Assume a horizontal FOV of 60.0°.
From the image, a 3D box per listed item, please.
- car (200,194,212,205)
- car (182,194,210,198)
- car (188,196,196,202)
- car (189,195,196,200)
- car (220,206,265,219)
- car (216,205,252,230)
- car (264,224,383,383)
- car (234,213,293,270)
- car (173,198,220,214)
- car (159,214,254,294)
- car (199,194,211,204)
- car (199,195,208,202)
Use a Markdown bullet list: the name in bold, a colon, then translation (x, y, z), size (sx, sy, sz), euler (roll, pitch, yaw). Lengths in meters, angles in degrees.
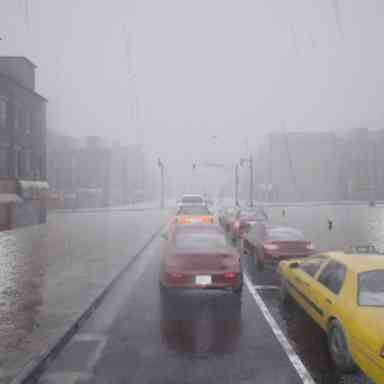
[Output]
- **car**: translation (2.663, 1.421, 64.406), size (2.192, 1.841, 5.009), euler (-1, 0, 0)
- **car**: translation (0.048, 1.223, 26.698), size (2.150, 2.045, 5.566), euler (0, 0, 1)
- **car**: translation (0.045, 1.685, 84.061), size (1.837, 1.490, 4.892), euler (0, 0, 0)
- **car**: translation (0.051, 1.633, 94.481), size (1.994, 1.385, 4.181), euler (0, 0, 0)
- **car**: translation (2.641, 1.434, 16.194), size (1.967, 1.590, 4.097), euler (0, 0, 0)
- **car**: translation (2.644, 1.579, 21.661), size (1.802, 1.307, 4.206), euler (0, 0, 0)
- **car**: translation (2.636, 1.521, 5.430), size (1.752, 1.417, 4.829), euler (0, 0, 0)
- **car**: translation (2.639, 1.576, 10.728), size (1.802, 1.307, 4.206), euler (0, 0, 0)
- **car**: translation (0.095, 1.346, 16.602), size (2.097, 1.767, 4.553), euler (0, 0, 0)
- **car**: translation (0.145, 1.520, 8.675), size (1.812, 1.442, 4.674), euler (0, 0, -2)
- **car**: translation (2.665, 1.443, 69.809), size (2.192, 1.841, 5.009), euler (-1, 0, 0)
- **car**: translation (2.672, 1.617, 80.613), size (1.967, 1.590, 4.097), euler (-1, 0, 0)
